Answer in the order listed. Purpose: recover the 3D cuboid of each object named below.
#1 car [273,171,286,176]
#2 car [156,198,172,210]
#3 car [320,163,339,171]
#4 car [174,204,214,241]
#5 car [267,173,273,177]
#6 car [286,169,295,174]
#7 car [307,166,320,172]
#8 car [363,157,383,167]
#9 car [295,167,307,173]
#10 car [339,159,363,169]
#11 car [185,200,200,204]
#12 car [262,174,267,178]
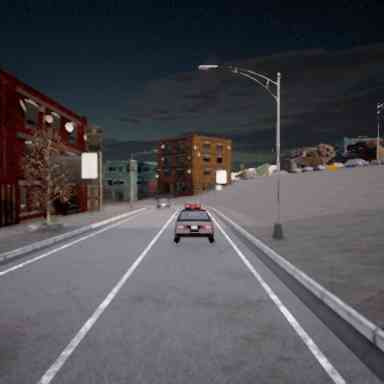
[{"bbox_3d":[21.494,-4.290,79.022,2.185,1.767,4.553,0,1,-1],"label":"car"},{"bbox_3d":[-3.884,1.617,45.935,2.128,1.511,4.902,0,-1,-3],"label":"car"},{"bbox_3d":[22.446,-3.761,51.489,2.097,1.535,5.008,0,1,-4],"label":"car"},{"bbox_3d":[0.100,1.545,16.563,2.033,1.411,5.357,0,0,0],"label":"car"},{"bbox_3d":[21.374,-4.188,84.515,2.002,1.452,4.674,0,1,-1],"label":"car"},{"bbox_3d":[21.732,-4.035,68.085,2.231,1.521,4.892,0,1,-1],"label":"car"},{"bbox_3d":[22.094,-3.822,57.026,2.002,1.452,4.674,0,1,-2],"label":"car"},{"bbox_3d":[23.534,-3.527,40.292,2.163,1.488,4.792,0,1,-6],"label":"car"},{"bbox_3d":[21.860,-3.957,62.567,2.231,1.521,4.892,0,1,-1],"label":"car"},{"bbox_3d":[22.914,-3.786,45.983,2.185,1.767,4.553,0,1,-5],"label":"car"},{"bbox_3d":[0.088,1.650,39.480,1.895,1.301,4.718,0,-1,0],"label":"car"},{"bbox_3d":[21.251,-4.418,90.188,2.185,1.767,4.553,0,1,-1],"label":"car"}]
